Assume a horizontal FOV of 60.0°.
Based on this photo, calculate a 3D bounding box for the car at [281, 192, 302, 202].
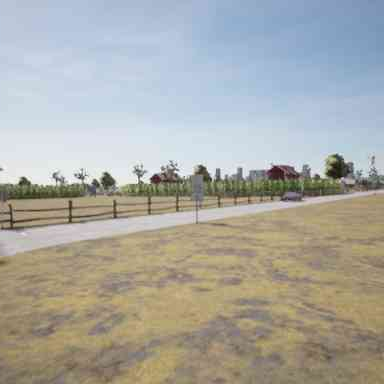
[{"bbox_3d":[14.819,0.690,49.319,1.994,1.385,4.181,0,1,36],"label":"car"}]
